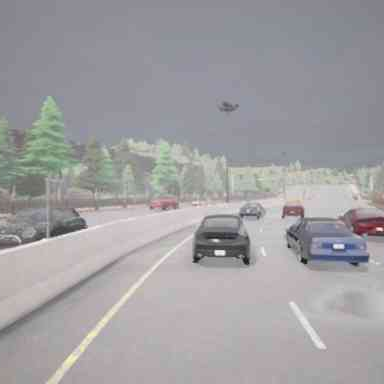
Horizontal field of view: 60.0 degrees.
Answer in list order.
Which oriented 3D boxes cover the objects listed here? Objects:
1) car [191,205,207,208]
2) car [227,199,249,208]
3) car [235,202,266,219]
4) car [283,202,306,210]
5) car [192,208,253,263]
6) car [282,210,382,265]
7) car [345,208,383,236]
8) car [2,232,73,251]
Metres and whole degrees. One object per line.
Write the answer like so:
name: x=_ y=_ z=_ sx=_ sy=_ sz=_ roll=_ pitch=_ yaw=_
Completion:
car: x=1.414 y=1.563 z=48.584 sx=2.097 sy=1.767 sz=4.553 roll=0 pitch=0 yaw=24
car: x=7.509 y=1.808 z=53.657 sx=2.033 sy=1.411 sz=5.357 roll=0 pitch=0 yaw=24
car: x=5.709 y=1.705 z=31.087 sx=2.033 sy=1.411 sz=5.357 roll=0 pitch=0 yaw=20
car: x=9.788 y=1.658 z=31.870 sx=1.882 sy=1.535 sz=5.008 roll=0 pitch=0 yaw=20
car: x=1.142 y=1.562 z=12.238 sx=1.837 sy=1.490 sz=4.892 roll=0 pitch=0 yaw=8
car: x=4.573 y=1.620 z=12.016 sx=2.033 sy=1.411 sz=5.357 roll=0 pitch=0 yaw=8
car: x=9.265 y=1.597 z=17.953 sx=1.882 sy=1.535 sz=5.008 roll=0 pitch=0 yaw=12
car: x=-5.962 y=1.380 z=13.087 sx=2.097 sy=1.767 sz=4.553 roll=0 pitch=0 yaw=8
